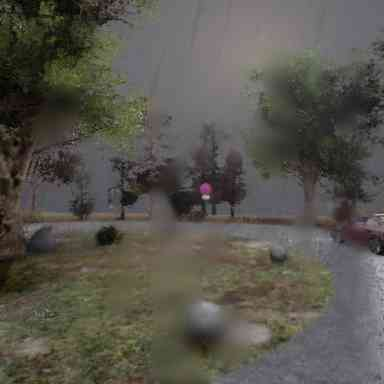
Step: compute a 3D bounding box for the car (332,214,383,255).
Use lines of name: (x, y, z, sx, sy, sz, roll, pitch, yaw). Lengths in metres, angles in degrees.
car: (7.624, 1.630, 13.737, 1.812, 1.442, 4.674, 0, -1, -4)
